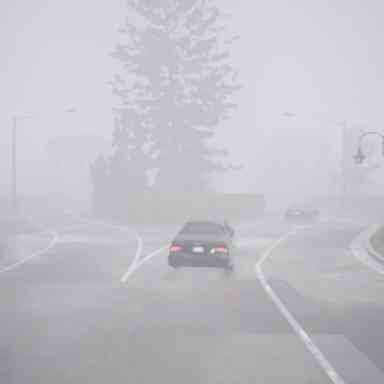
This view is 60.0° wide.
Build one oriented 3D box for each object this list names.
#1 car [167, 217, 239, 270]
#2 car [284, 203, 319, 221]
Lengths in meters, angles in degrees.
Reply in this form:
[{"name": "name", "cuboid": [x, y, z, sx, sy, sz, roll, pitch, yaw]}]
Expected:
[{"name": "car", "cuboid": [0.534, 1.548, 11.139, 2.033, 1.411, 5.357, 0, 0, 9]}, {"name": "car", "cuboid": [8.956, 1.566, 27.081, 1.994, 1.385, 4.181, 0, 0, 31]}]
